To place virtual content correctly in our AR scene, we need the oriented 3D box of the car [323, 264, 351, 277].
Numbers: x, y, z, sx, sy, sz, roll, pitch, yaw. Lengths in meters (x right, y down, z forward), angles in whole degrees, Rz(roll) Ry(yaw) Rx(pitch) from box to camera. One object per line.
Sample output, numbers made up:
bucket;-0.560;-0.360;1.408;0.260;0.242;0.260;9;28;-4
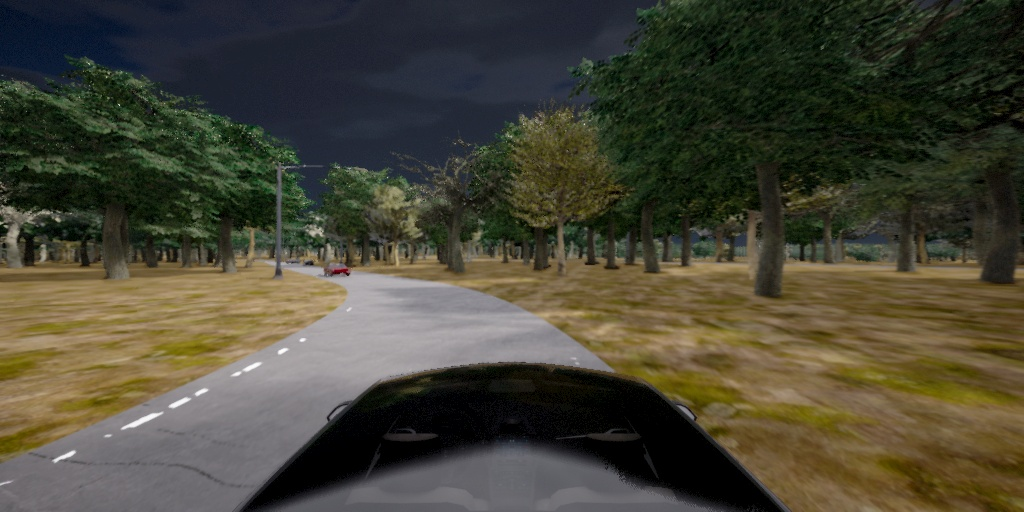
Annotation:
car;-17.917;1.454;36.720;1.895;1.301;4.718;0;0;-37
